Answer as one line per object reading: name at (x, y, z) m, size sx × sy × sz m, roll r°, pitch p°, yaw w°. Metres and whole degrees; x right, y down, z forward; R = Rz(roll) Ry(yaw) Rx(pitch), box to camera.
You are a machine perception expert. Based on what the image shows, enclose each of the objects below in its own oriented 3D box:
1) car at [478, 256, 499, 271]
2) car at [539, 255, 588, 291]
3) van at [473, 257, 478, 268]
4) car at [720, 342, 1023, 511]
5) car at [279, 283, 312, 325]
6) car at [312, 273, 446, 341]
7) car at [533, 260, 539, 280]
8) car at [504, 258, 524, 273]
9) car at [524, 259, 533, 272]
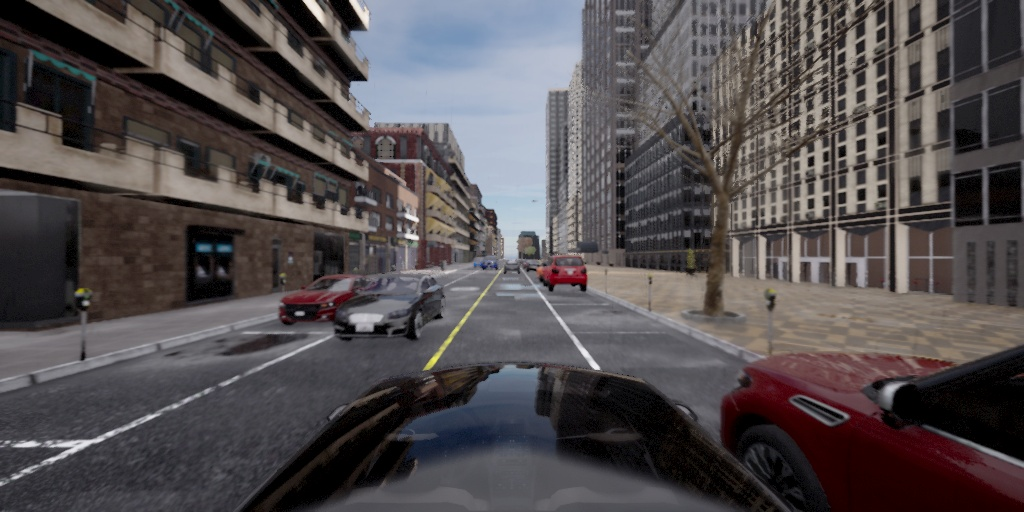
car at (-3.084, 0.994, 50.985) m, size 2.150 × 2.045 × 5.566 m, roll 0°, pitch 0°, yaw 0°
car at (3.103, 0.979, 21.800) m, size 2.150 × 2.045 × 5.566 m, roll 0°, pitch 0°, yaw 0°
van at (-5.702, 1.126, 61.566) m, size 1.690 × 1.789 × 3.998 m, roll 0°, pitch 0°, yaw 0°
car at (2.693, 1.064, 0.816) m, size 2.192 × 1.841 × 5.009 m, roll 0°, pitch 0°, yaw 0°
car at (-5.690, 1.298, 11.860) m, size 1.888 × 1.381 × 4.507 m, roll 0°, pitch 0°, yaw 0°
car at (-3.090, 1.243, 10.004) m, size 2.128 × 1.511 × 4.902 m, roll 0°, pitch 0°, yaw 0°
car at (3.107, 1.106, 28.741) m, size 2.097 × 1.767 × 4.553 m, roll 0°, pitch 0°, yaw 0°
car at (0.033, 1.256, 42.635) m, size 2.128 × 1.511 × 4.902 m, roll 0°, pitch 0°, yaw 1°
car at (2.683, 1.330, 44.999) m, size 1.948 × 1.339 × 4.313 m, roll 0°, pitch 0°, yaw 0°
